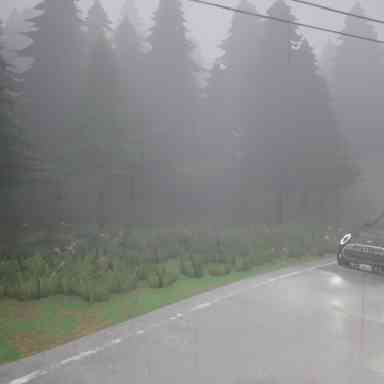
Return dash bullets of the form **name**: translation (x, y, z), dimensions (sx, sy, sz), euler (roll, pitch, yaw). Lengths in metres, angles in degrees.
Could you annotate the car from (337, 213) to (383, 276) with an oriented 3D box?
- **car**: translation (6.307, 1.320, 9.641), dimensions (4.553, 1.767, 2.097), euler (0, 0, -32)
